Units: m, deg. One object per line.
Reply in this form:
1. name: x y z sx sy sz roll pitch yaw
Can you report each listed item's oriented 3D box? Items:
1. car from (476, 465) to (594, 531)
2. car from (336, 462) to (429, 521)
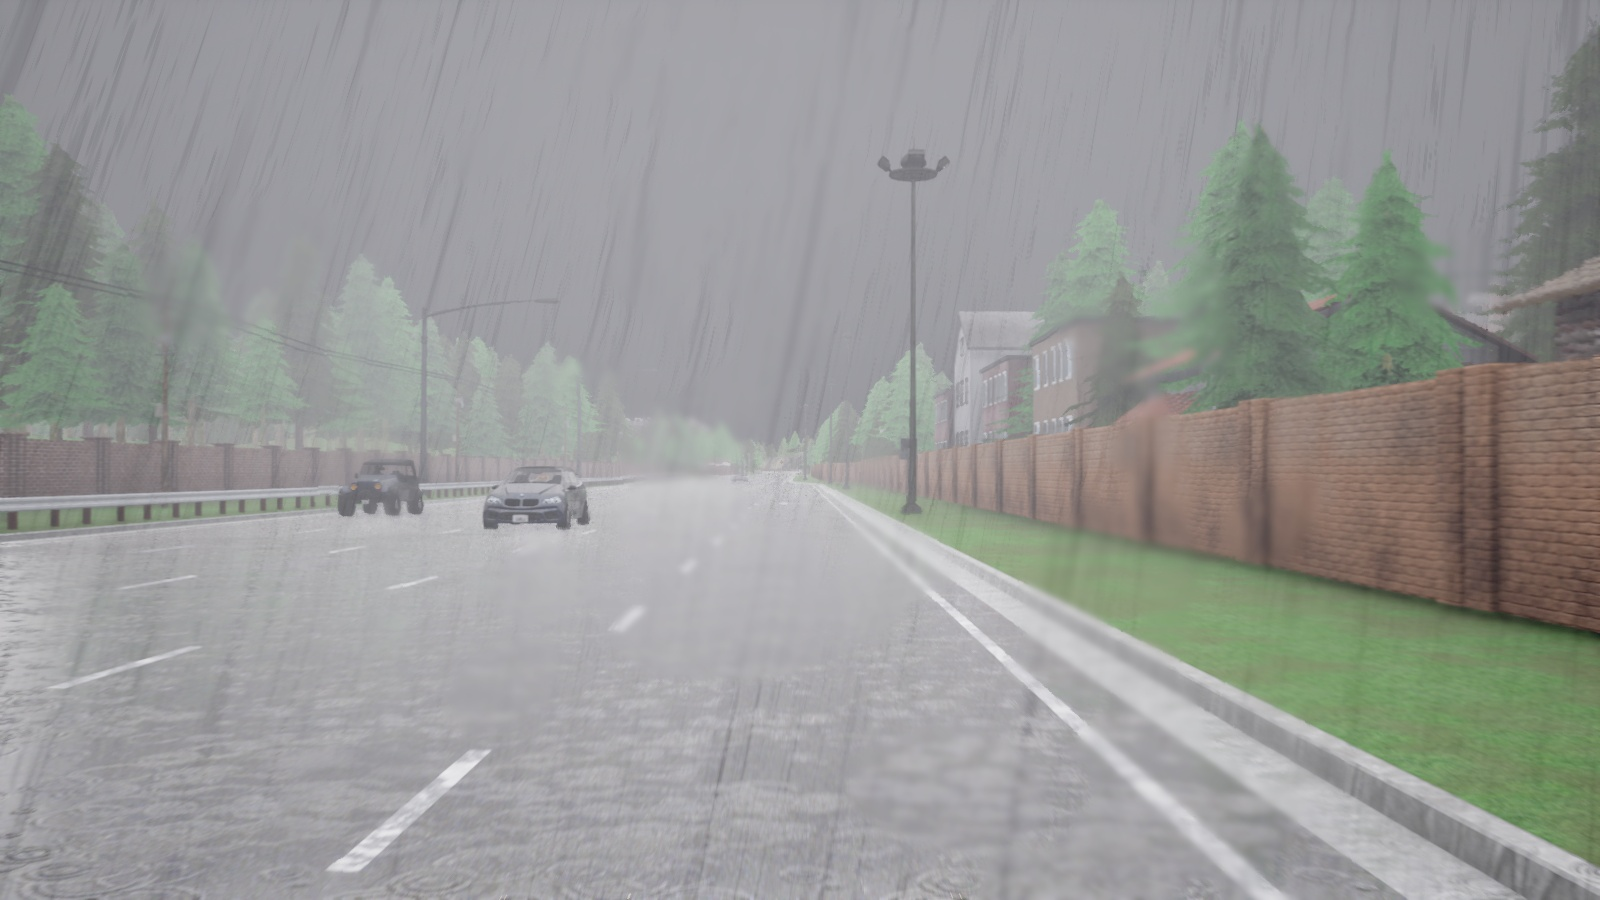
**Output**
1. car: -7.083 1.257 34.062 2.242 1.667 4.611 0 -1 0
2. car: -14.105 1.380 42.655 1.905 1.878 3.866 0 -1 0
